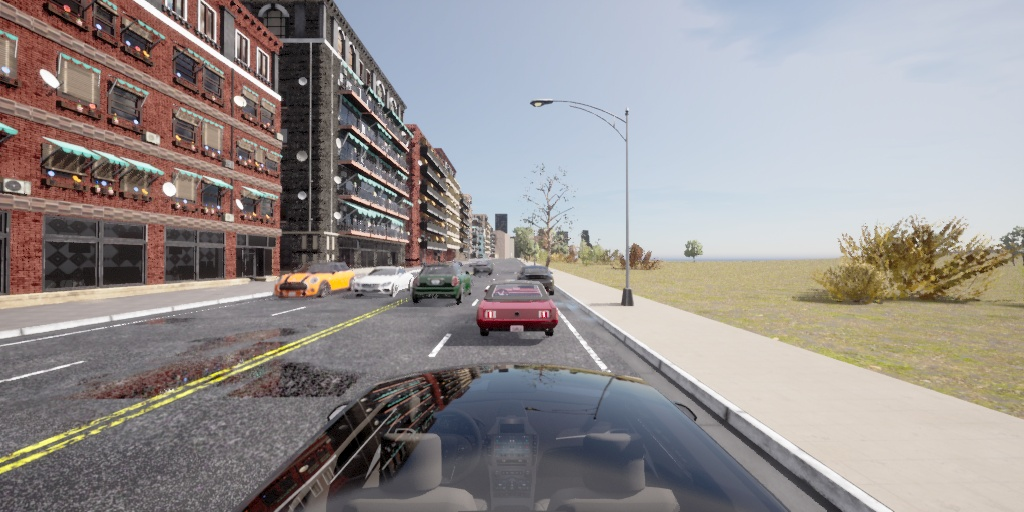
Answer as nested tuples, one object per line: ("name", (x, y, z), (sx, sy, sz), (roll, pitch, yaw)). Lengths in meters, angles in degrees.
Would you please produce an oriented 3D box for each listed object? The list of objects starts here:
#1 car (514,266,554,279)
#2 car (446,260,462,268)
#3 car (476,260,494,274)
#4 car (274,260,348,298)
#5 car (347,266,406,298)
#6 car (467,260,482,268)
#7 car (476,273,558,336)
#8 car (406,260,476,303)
("car", (1.204, 1.257, 19.523), (1.837, 1.490, 4.892), (0, 0, 0))
("car", (-9.605, 1.351, 60.184), (1.895, 1.301, 4.718), (0, 0, 1))
("car", (-3.014, 1.245, 38.174), (2.128, 1.511, 4.902), (0, 0, 0))
("car", (-9.789, 1.104, 18.211), (2.097, 1.767, 4.553), (0, 0, 0))
("car", (-6.536, 1.278, 18.788), (1.812, 1.442, 4.674), (0, 0, 0))
("car", (-6.351, 1.351, 60.997), (1.895, 1.301, 4.718), (0, 0, 1))
("car", (0.131, 1.352, 10.323), (1.895, 1.301, 4.718), (0, 0, 0))
("car", (-3.095, 1.103, 16.679), (2.097, 1.767, 4.553), (0, 0, 0))
